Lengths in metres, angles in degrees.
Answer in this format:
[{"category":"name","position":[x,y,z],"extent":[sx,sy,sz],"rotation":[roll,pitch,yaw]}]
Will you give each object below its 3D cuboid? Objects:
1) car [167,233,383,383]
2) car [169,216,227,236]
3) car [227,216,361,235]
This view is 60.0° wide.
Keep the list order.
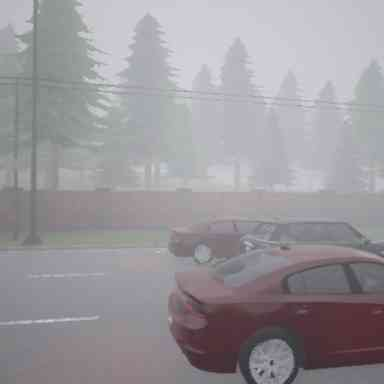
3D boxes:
[{"category":"car","position":[2.148,1.547,4.950],"extent":[5.008,1.535,1.882],"rotation":[0,-1,-11]},{"category":"car","position":[1.606,1.622,11.968],"extent":[5.008,1.535,1.882],"rotation":[0,-1,-11]},{"category":"car","position":[3.494,1.472,8.762],"extent":[4.553,1.767,2.097],"rotation":[1,-1,-11]}]
